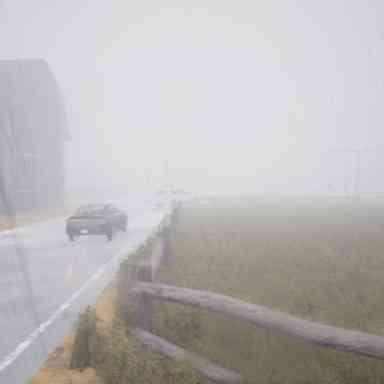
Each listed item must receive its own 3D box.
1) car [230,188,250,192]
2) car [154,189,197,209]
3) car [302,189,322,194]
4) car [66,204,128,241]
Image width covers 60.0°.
[{"bbox_3d":[12.664,-0.085,84.279,4.605,1.855,1.932,-1,1,2],"label":"car"},{"bbox_3d":[-1.641,0.698,35.889,2.150,2.045,5.566,-2,0,39],"label":"car"},{"bbox_3d":[25.439,0.157,69.826,4.611,1.667,2.242,-1,1,2],"label":"car"},{"bbox_3d":[-4.253,1.302,15.512,2.128,1.511,4.902,-1,1,0],"label":"car"}]
